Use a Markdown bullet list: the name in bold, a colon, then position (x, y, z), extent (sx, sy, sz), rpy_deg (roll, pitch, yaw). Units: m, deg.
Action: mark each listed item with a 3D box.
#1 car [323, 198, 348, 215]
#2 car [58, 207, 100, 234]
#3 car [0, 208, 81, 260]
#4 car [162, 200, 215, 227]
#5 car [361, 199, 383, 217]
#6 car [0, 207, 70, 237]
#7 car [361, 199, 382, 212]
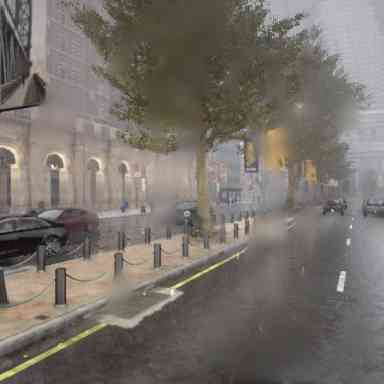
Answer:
- **car**: position (14.370, 1.504, 33.549), extent (1.837, 1.490, 4.892), rpy_deg (0, 0, 27)
- **car**: position (-6.765, 1.526, 17.126), extent (1.812, 1.442, 4.674), rpy_deg (0, 0, 26)
- **car**: position (-6.188, 1.491, 10.470), extent (2.128, 1.511, 4.902), rpy_deg (0, 0, 26)
- **car**: position (-0.180, 1.352, 22.542), extent (2.097, 1.767, 4.553), rpy_deg (0, 0, 27)
- **car**: position (16.964, 1.491, 30.923), extent (2.128, 1.511, 4.902), rpy_deg (0, 0, 27)
- **car**: position (-9.456, 1.595, 18.837), extent (1.895, 1.301, 4.718), rpy_deg (0, 0, 26)
- **car**: position (21.298, 1.547, 39.649), extent (2.033, 1.411, 5.357), rpy_deg (0, 0, 27)
